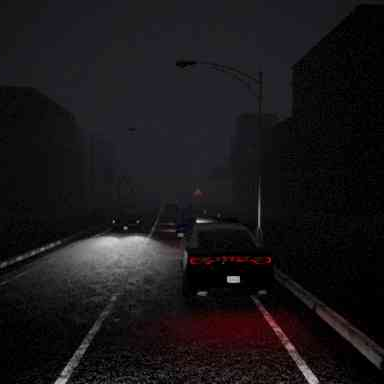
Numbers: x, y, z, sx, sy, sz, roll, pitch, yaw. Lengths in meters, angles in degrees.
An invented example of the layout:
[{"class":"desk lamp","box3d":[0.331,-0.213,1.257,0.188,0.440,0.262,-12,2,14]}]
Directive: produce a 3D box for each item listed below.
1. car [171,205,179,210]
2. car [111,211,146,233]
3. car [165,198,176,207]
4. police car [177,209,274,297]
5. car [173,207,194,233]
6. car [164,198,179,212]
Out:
[{"class":"car","box3d":[-0.419,1.905,24.788,1.812,1.442,4.674,0,-1,-4]},{"class":"car","box3d":[-4.152,1.937,22.301,1.895,1.301,4.718,0,-1,-4]},{"class":"car","box3d":[-3.780,1.796,59.148,1.895,1.301,4.718,0,2,-4]},{"class":"police car","box3d":[0.652,1.472,8.848,1.930,1.638,5.238,0,-1,-3]},{"class":"car","box3d":[0.009,1.753,18.794,1.812,1.442,4.674,0,-1,-4]},{"class":"car","box3d":[-2.784,1.953,45.394,2.128,1.511,4.902,0,-1,-4]}]
